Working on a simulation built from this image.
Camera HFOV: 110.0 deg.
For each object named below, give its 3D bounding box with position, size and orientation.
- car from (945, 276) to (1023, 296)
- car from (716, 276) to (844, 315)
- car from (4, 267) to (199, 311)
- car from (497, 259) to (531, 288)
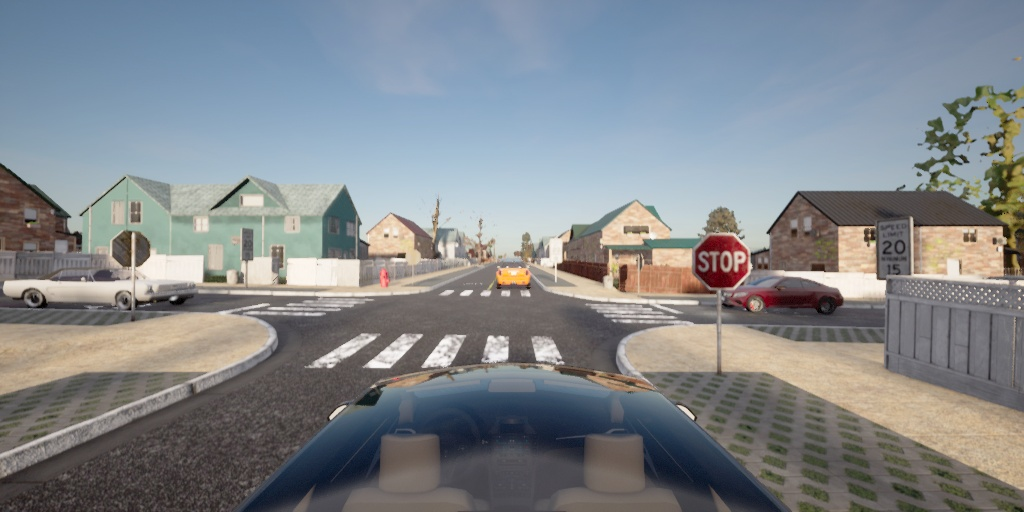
[{"bbox_3d":[20.918,1.611,14.923,4.553,1.767,2.097,1,-1,0],"label":"car"},{"bbox_3d":[11.037,1.561,14.899,4.674,1.442,1.812,1,-1,-1],"label":"car"},{"bbox_3d":[-13.404,1.044,11.942,4.718,1.301,1.895,1,-1,1],"label":"car"},{"bbox_3d":[0.095,1.082,23.714,2.097,1.767,4.553,0,0,0],"label":"car"}]
